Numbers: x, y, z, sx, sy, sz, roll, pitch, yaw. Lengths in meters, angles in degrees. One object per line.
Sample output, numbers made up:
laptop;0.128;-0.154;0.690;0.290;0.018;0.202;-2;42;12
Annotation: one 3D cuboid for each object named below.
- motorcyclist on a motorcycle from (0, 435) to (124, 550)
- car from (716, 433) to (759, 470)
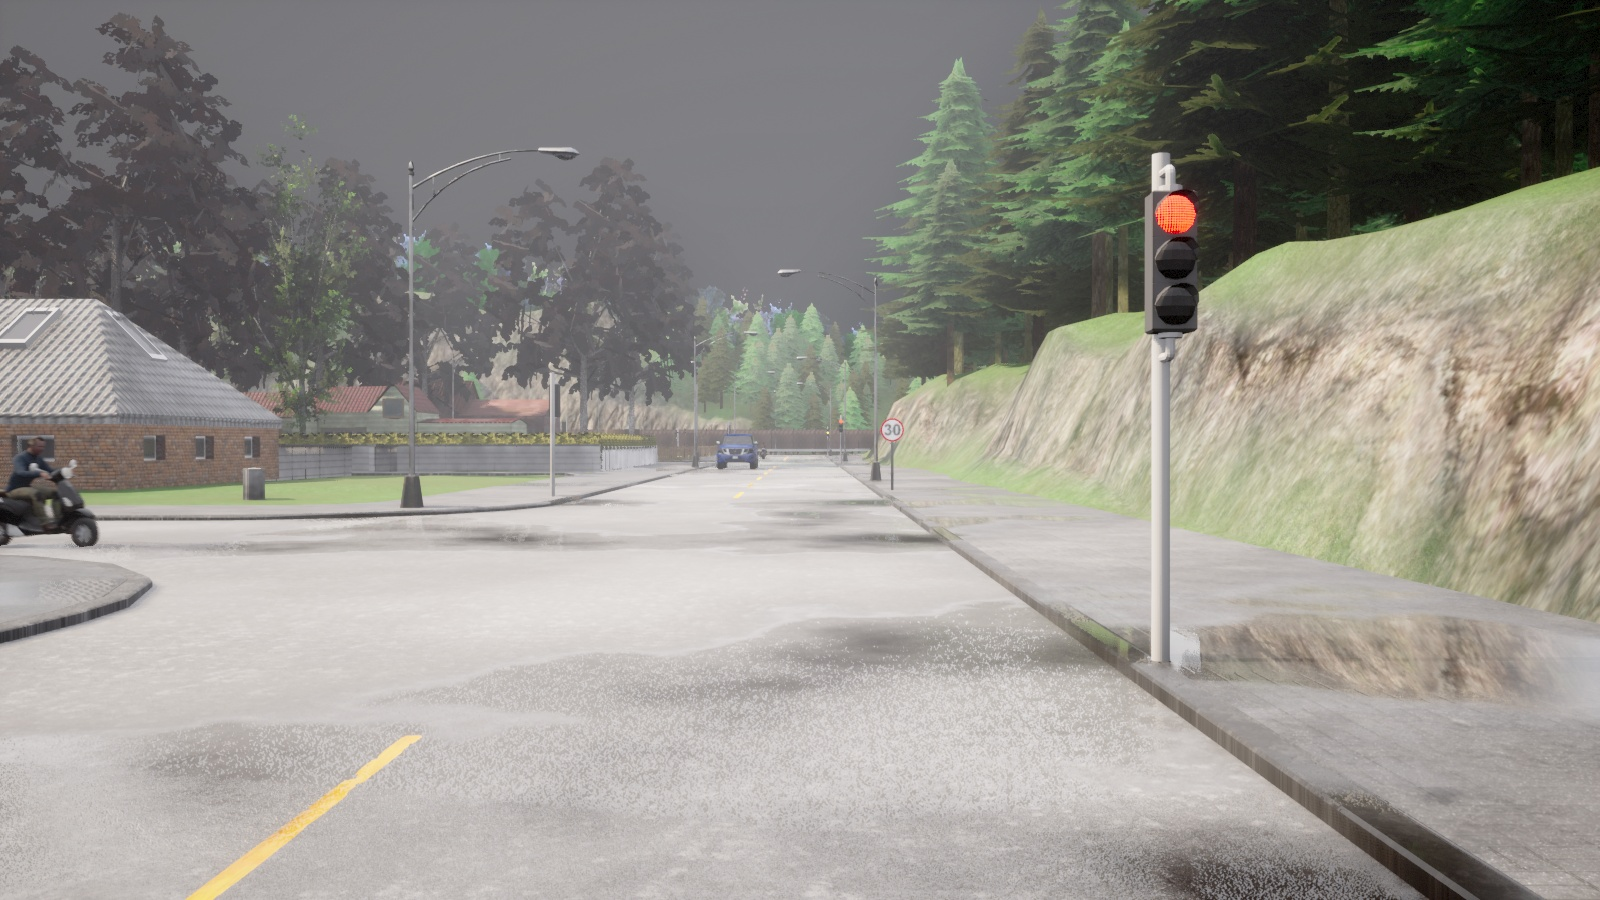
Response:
motorcyclist on a motorcycle;-10.844;0.590;18.009;1.817;1.590;0.866;0;1;5
car;-3.573;0.054;72.468;2.150;2.045;5.566;0;0;1
